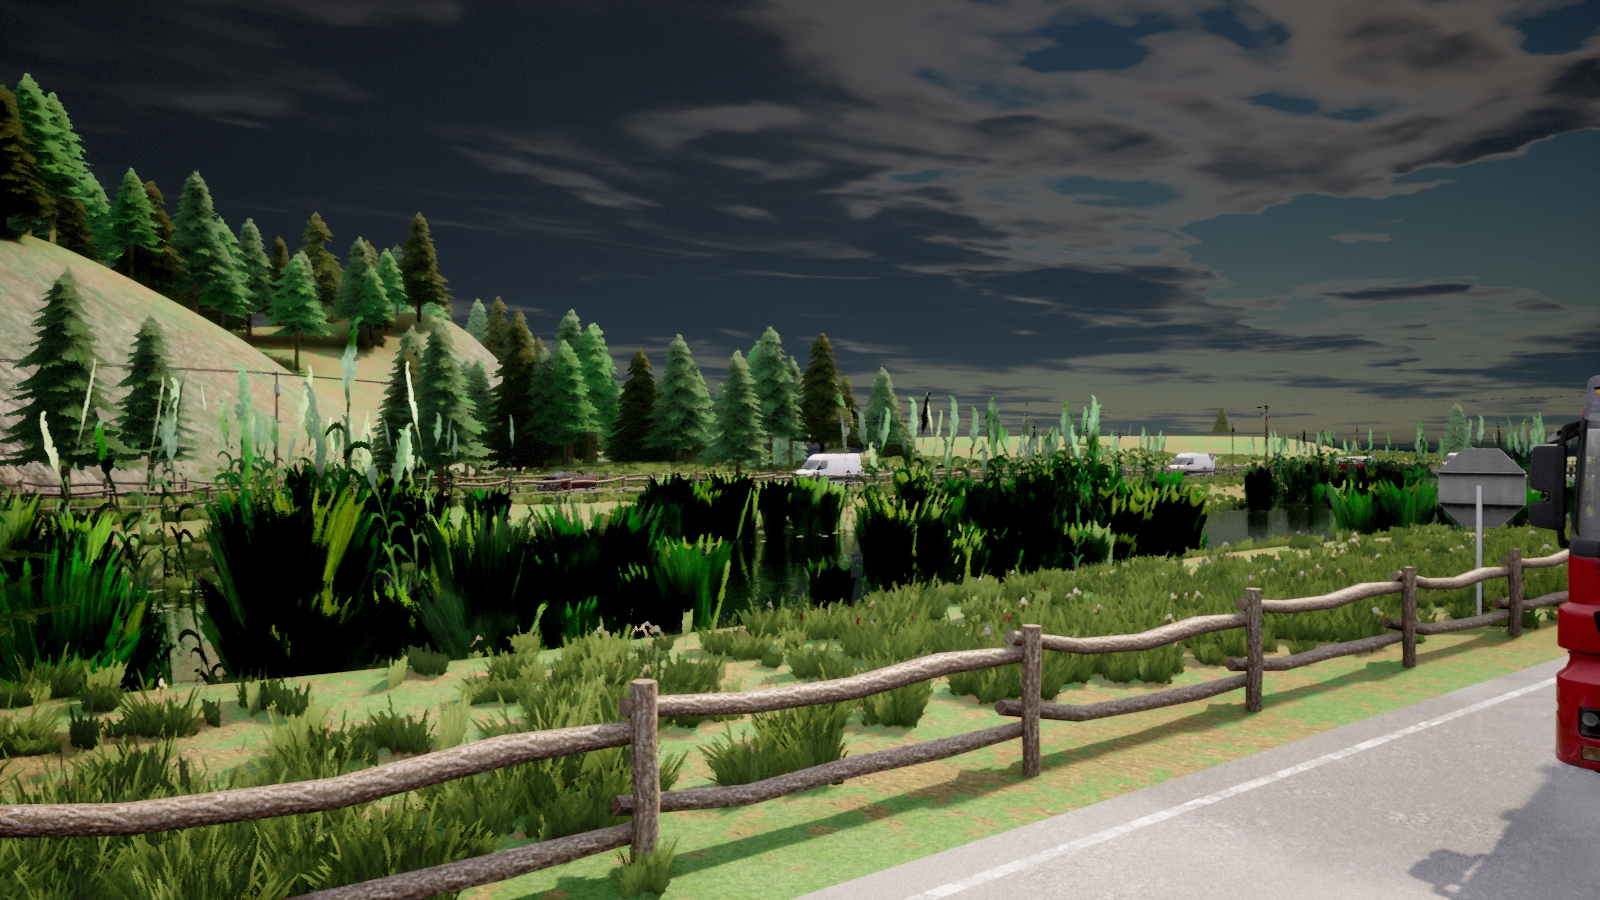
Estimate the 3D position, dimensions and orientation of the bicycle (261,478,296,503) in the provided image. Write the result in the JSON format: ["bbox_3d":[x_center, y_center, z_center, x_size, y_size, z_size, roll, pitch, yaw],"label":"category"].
[{"bbox_3d":[-27.650,2.158,60.613,0.859,1.276,1.487,0,0,43],"label":"bicycle"}]

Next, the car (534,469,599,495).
[{"bbox_3d":[-15.031,2.027,73.593,3.705,1.549,1.789,0,0,-44],"label":"car"}]

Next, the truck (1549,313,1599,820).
[{"bbox_3d":[9.707,0.862,11.007,2.891,3.827,8.468,0,1,42],"label":"truck"}]

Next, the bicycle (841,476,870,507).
[{"bbox_3d":[2.713,2.030,56.072,1.643,1.496,0.373,0,0,-43],"label":"bicycle"}]
